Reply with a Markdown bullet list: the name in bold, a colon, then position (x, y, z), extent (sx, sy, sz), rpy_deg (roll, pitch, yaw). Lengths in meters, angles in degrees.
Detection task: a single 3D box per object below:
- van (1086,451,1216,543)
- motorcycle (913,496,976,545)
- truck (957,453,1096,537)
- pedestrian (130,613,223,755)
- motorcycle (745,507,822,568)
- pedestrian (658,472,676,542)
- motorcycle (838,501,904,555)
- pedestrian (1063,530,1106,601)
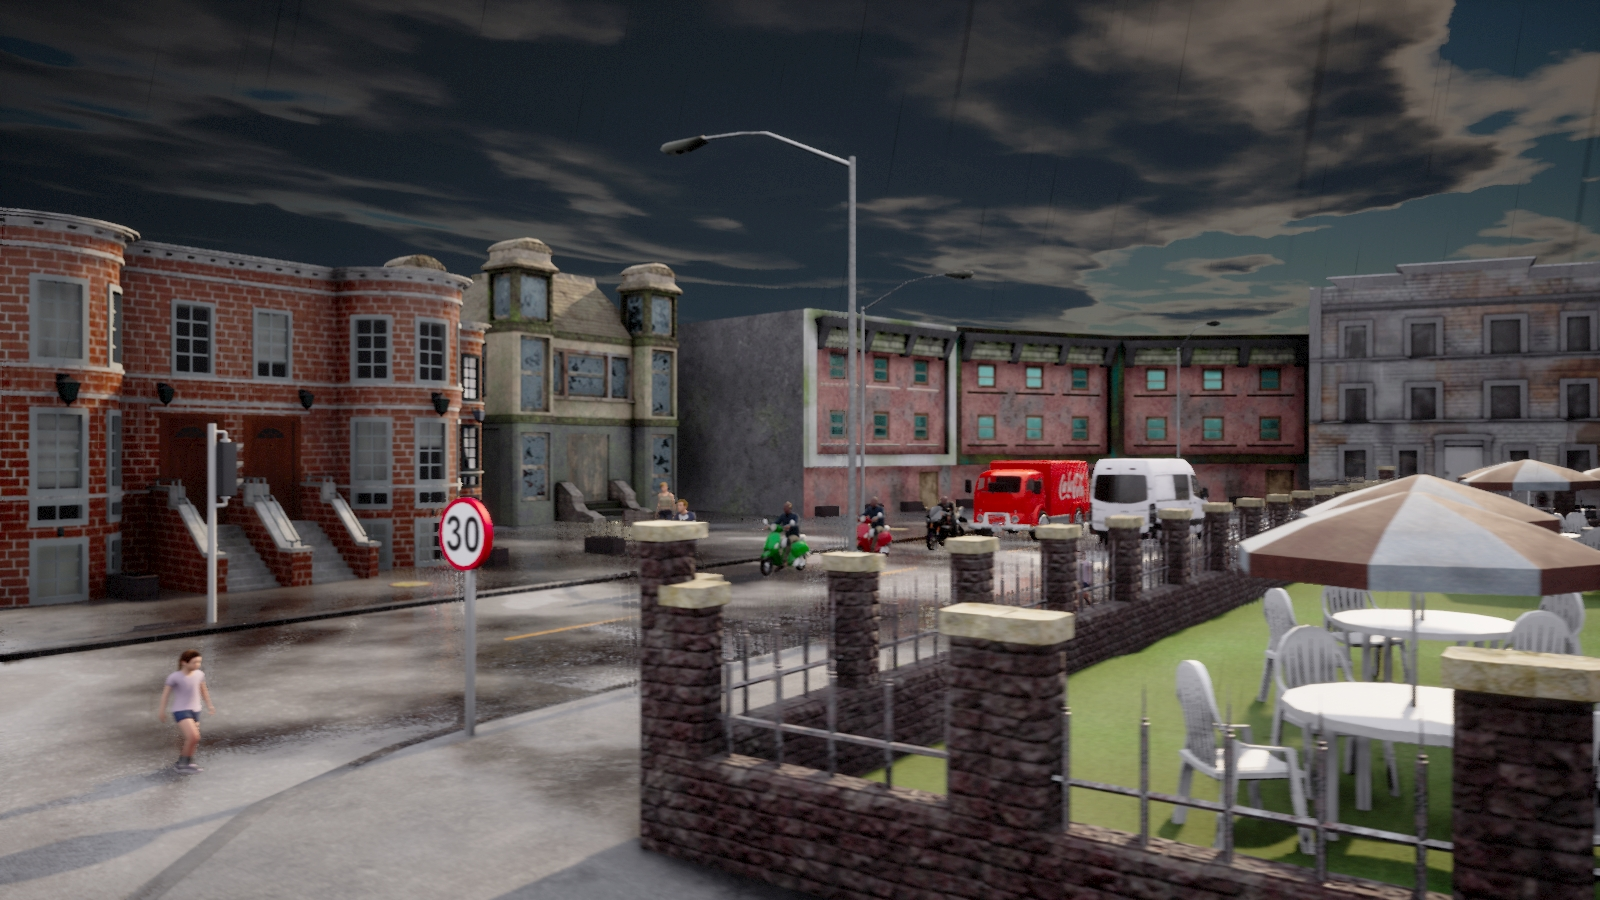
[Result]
- **van**: position (10.820, 1.315, 34.877), extent (1.988, 2.561, 5.915), rpy_deg (0, 0, 36)
- **motorcycle**: position (4.128, 1.985, 32.463), extent (0.867, 1.251, 2.209), rpy_deg (0, 0, 35)
- **truck**: position (7.408, 1.348, 36.916), extent (2.627, 2.467, 5.204), rpy_deg (0, 0, 33)
- **pedestrian**: position (-5.389, 2.008, 9.891), extent (0.500, 1.100, 0.500), rpy_deg (0, 0, 20)
- **motorcycle**: position (-0.347, 1.962, 25.971), extent (0.856, 1.236, 1.805), rpy_deg (0, 0, 35)
- **pedestrian**: position (-3.578, 1.525, 30.763), extent (0.375, 1.860, 0.375), rpy_deg (0, 0, 12)
- **motorcycle**: position (1.827, 1.962, 29.068), extent (0.856, 1.236, 1.805), rpy_deg (0, 0, 35)
- **pedestrian**: position (4.708, 1.897, 18.924), extent (0.500, 1.100, 0.500), rpy_deg (0, 0, -43)
